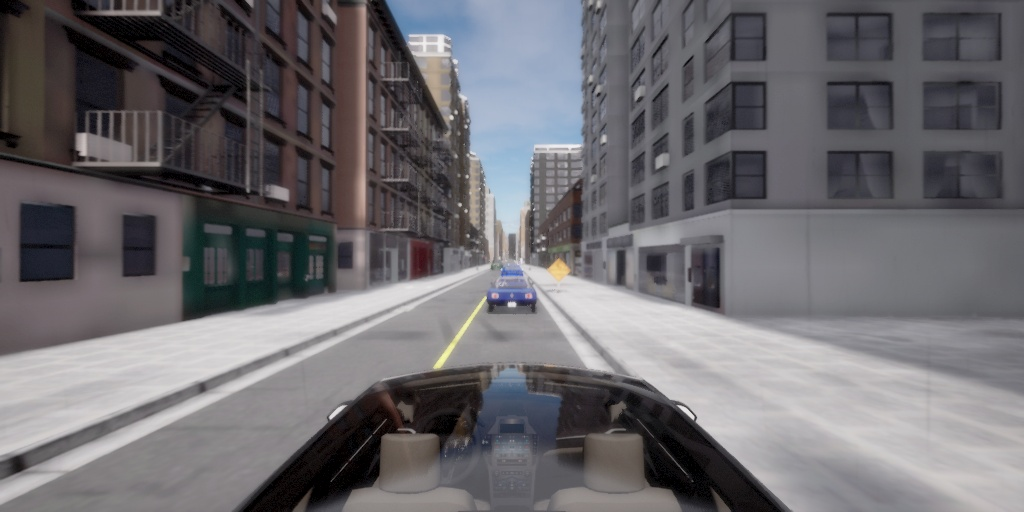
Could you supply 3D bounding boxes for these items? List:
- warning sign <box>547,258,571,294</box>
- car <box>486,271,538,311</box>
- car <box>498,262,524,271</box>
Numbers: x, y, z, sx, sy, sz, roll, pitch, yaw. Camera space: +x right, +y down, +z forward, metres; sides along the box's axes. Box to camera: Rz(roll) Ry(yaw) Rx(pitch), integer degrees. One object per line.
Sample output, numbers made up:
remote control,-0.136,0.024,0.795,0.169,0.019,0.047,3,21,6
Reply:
warning sign,2.516,1.044,19.287,1.300,1.860,1.060,0,0,0
car,0.013,1.487,15.095,1.895,1.301,4.718,0,-1,0
car,0.023,1.528,31.101,1.882,1.535,5.008,0,0,0
